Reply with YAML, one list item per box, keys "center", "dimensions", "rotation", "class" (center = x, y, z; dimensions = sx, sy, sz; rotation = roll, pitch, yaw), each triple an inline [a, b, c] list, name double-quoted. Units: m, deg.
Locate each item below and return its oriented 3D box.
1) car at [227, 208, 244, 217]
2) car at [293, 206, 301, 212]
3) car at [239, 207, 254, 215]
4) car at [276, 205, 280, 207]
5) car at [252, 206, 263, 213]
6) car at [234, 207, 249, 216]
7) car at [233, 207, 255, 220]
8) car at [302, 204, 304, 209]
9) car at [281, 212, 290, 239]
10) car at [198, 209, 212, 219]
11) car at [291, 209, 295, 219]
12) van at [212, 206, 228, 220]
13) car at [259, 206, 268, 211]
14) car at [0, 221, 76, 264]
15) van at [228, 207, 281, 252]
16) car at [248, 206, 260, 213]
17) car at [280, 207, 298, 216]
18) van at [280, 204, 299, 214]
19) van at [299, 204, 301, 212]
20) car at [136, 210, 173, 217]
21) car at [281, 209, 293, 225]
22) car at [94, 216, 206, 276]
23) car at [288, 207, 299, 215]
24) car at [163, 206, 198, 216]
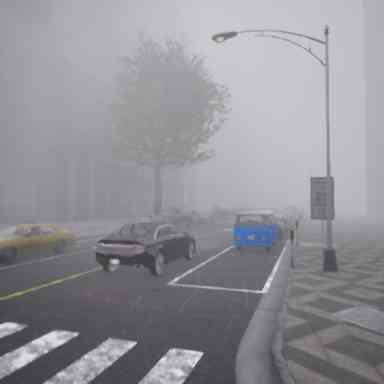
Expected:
- center: [7.044, 3.247, 53.550]
  dimensions: [1.947, 1.339, 4.313]
  rotation: [-1, -2, 19]
  class: "car"
- center: [27.055, 4.308, 85.549]
  dimensions: [2.008, 1.369, 4.403]
  rotation: [-1, -2, 19]
  class: "car"
- center: [10.481, 3.567, 63.550]
  dimensions: [2.008, 1.369, 4.403]
  rotation: [-1, -2, 19]
  class: "car"
- center: [12.013, 3.118, 50.282]
  dimensions: [2.033, 1.411, 5.357]
  rotation: [-1, -2, 19]
  class: "car"
- center: [15.456, 4.049, 78.028]
  dimensions: [1.887, 1.381, 4.507]
  rotation: [-1, -2, 19]
  class: "car"
- center: [8.707, 3.369, 58.391]
  dimensions: [1.752, 1.417, 4.829]
  rotation: [-1, -2, 19]
  class: "car"
- center: [7.254, 2.909, 45.671]
  dimensions: [2.128, 1.511, 4.902]
  rotation: [-1, -2, 19]
  class: "car"
- center: [25.433, 4.148, 80.830]
  dimensions: [2.008, 1.369, 4.403]
  rotation: [-1, -2, 19]
  class: "car"
- center: [4.873, 2.165, 21.005]
  dimensions: [1.947, 1.339, 4.313]
  rotation: [-1, -2, 19]
  class: "car"
- center: [0.172, 2.567, 33.554]
  dimensions: [2.008, 1.369, 4.403]
  rotation: [-1, -2, 19]
  class: "car"
- center: [8.390, 2.519, 31.238]
  dimensions: [1.802, 1.307, 4.206]
  rotation: [-1, -2, 19]
  class: "car"
- center: [3.608, 2.689, 43.559]
  dimensions: [1.690, 1.788, 3.998]
  rotation: [-1, -2, 19]
  class: "van"
- center: [18.993, 4.403, 88.320]
  dimensions: [2.008, 1.369, 4.403]
  rotation: [-1, -2, 19]
  class: "car"
- center: [-6.763, 1.880, 13.396]
  dimensions: [1.752, 1.417, 4.829]
  rotation: [0, -2, 19]
  class: "car"
- center: [3.115, 1.772, 15.895]
  dimensions: [1.690, 1.788, 3.998]
  rotation: [0, -2, 19]
  class: "van"
- center: [13.687, 3.881, 72.881]
  dimensions: [2.008, 1.369, 4.403]
  rotation: [-1, -2, 19]
  class: "car"
- center: [10.148, 2.657, 36.356]
  dimensions: [2.008, 1.369, 4.403]
  rotation: [-1, -2, 19]
  class: "car"
- center: [13.666, 2.788, 46.596]
  dimensions: [1.690, 1.788, 3.998]
  rotation: [-1, -2, 19]
  class: "van"
- center: [17.183, 3.130, 56.830]
  dimensions: [1.690, 1.788, 3.998]
  rotation: [-1, -2, 19]
  class: "van"
- center: [-3.265, 2.231, 23.555]
  dimensions: [1.887, 1.381, 4.507]
  rotation: [0, -2, 19]
  class: "car"
- center: [6.631, 2.312, 26.122]
  dimensions: [1.887, 1.381, 4.507]
  rotation: [-1, -2, 19]
  class: "car"
- center: [-1.344, 1.779, 11.424]
  dimensions: [2.128, 1.511, 4.902]
  rotation: [-1, -2, 19]
  class: "car"
- center: [18.996, 3.491, 62.101]
  dimensions: [1.752, 1.417, 4.829]
  rotation: [-1, -2, 19]
  class: "car"
- center: [-1.546, 2.166, 28.562]
  dimensions: [2.192, 1.841, 5.009]
  rotation: [0, -2, 19]
  class: "car"
